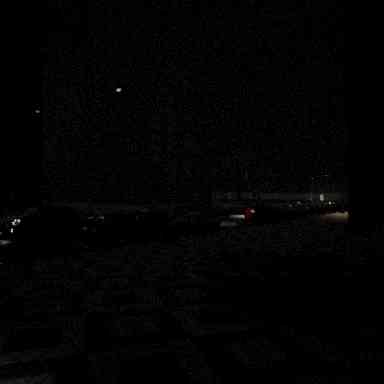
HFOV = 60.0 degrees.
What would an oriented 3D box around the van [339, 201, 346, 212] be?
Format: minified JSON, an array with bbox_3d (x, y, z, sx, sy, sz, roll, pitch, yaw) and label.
[{"bbox_3d":[23.032,2.323,53.526,1.690,1.788,3.998,-1,-2,36],"label":"van"}]

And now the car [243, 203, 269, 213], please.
[{"bbox_3d":[9.536,2.367,49.299,2.008,1.369,4.403,-1,-2,36],"label":"car"}]

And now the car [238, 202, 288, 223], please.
[{"bbox_3d":[6.621,1.828,30.570,2.192,1.841,5.009,-1,-2,36],"label":"car"}]

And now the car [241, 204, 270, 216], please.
[{"bbox_3d":[8.205,2.271,42.760,1.994,1.385,4.181,0,-1,37],"label":"car"}]

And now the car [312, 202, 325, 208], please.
[{"bbox_3d":[29.229,2.949,76.846,1.802,1.307,4.206,-1,-2,36],"label":"car"}]

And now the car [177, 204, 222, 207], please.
[{"bbox_3d":[0.306,1.757,26.326,2.097,1.767,4.553,0,-1,36],"label":"car"}]

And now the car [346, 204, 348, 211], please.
[{"bbox_3d":[26.315,2.625,58.112,2.008,1.369,4.403,-1,-2,36],"label":"car"}]

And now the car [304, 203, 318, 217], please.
[{"bbox_3d":[13.191,2.281,39.751,1.802,1.307,4.206,-1,-2,36],"label":"car"}]

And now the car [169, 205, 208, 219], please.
[{"bbox_3d":[-0.308,2.079,35.527,1.887,1.381,4.507,-1,-2,36],"label":"car"}]

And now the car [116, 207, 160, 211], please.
[{"bbox_3d":[-3.456,1.908,26.525,1.812,1.442,4.674,0,-1,36],"label":"car"}]

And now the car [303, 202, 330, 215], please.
[{"bbox_3d":[16.468,2.339,44.338,1.887,1.381,4.507,-1,-2,36],"label":"car"}]

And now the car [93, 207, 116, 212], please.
[{"bbox_3d":[-6.871,1.906,26.344,2.008,1.369,4.403,-1,-2,36],"label":"car"}]

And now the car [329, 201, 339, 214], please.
[{"bbox_3d":[19.750,2.328,48.932,1.967,1.590,4.097,-1,-2,36],"label":"car"}]

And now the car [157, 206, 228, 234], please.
[{"bbox_3d":[0.158,1.861,21.520,1.752,1.417,4.829,-1,-2,36],"label":"car"}]

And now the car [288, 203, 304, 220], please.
[{"bbox_3d":[9.904,2.150,35.155,1.887,1.381,4.507,-1,-2,36],"label":"car"}]

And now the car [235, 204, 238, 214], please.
[{"bbox_3d":[6.255,2.272,44.709,2.008,1.369,4.403,-1,-2,36],"label":"car"}]

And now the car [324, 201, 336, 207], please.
[{"bbox_3d":[35.792,3.094,86.029,2.008,1.369,4.403,-1,-2,36],"label":"car"}]

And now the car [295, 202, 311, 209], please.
[{"bbox_3d":[22.664,2.732,67.664,1.887,1.381,4.507,-1,-2,36],"label":"car"}]

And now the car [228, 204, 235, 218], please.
[{"bbox_3d":[2.338,2.066,34.614,1.812,1.442,4.674,0,-1,35],"label":"car"}]

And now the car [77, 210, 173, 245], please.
[{"bbox_3d":[-3.222,1.812,16.790,1.947,1.339,4.313,-1,-2,36],"label":"car"}]

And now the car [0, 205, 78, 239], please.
[{"bbox_3d":[-8.669,1.596,19.229,2.097,1.767,4.553,0,-1,35],"label":"car"}]
